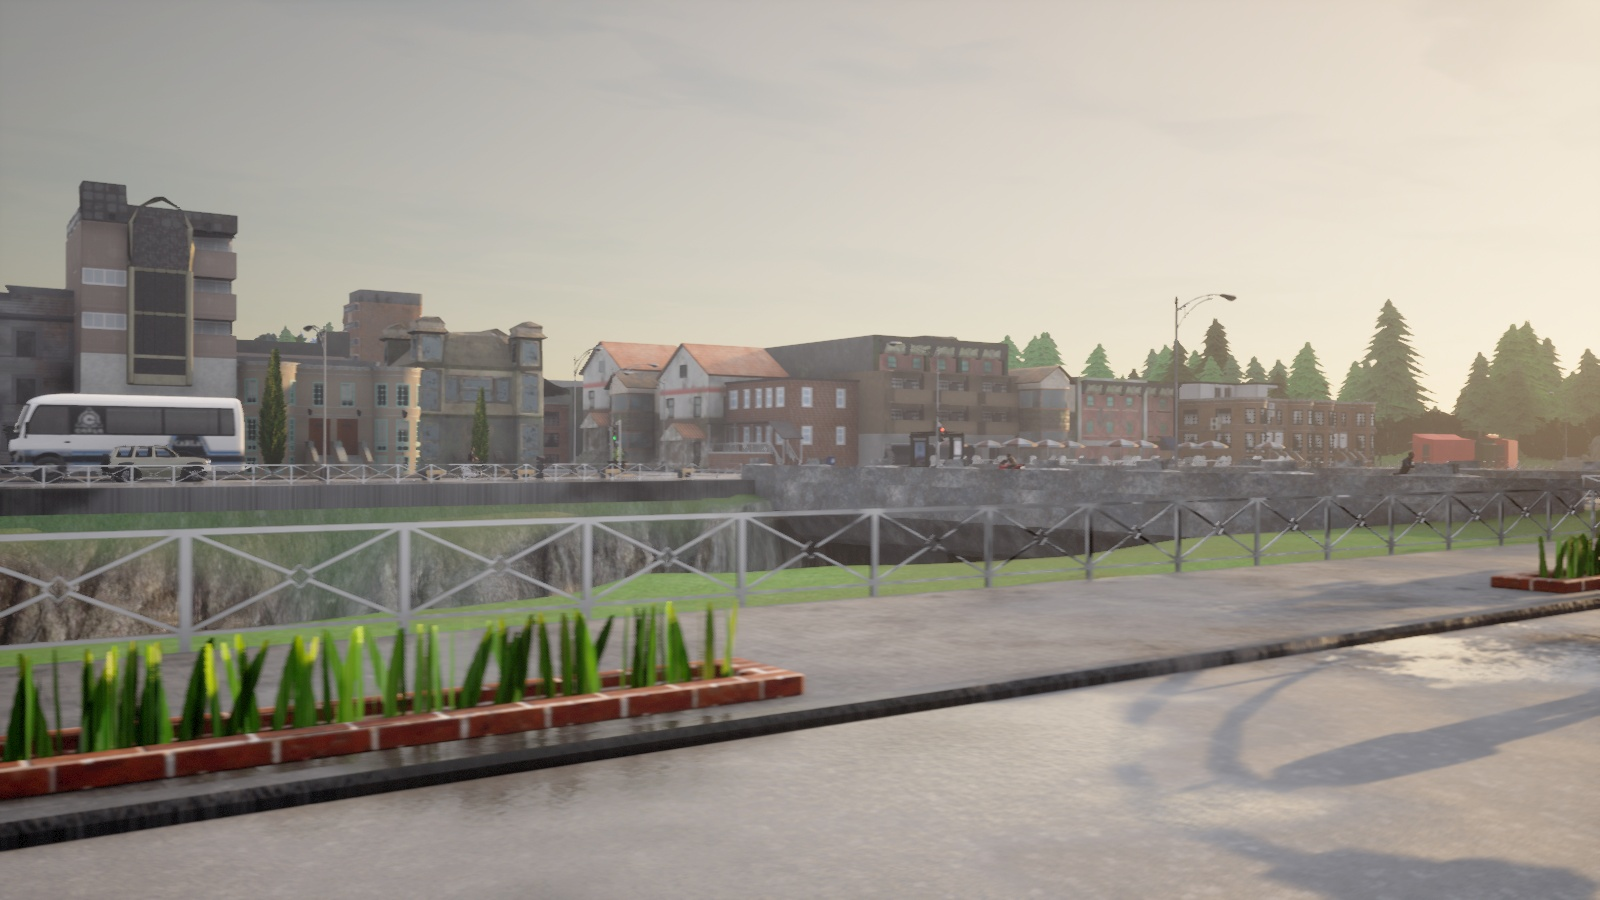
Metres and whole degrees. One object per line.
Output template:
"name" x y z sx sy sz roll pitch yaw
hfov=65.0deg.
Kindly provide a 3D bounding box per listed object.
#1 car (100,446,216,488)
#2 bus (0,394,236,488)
"car" -29.933 0.769 58.630 4.605 1.855 1.932 0 0 -35
"bus" -33.361 -0.411 61.118 10.273 4.253 3.944 0 0 -35
